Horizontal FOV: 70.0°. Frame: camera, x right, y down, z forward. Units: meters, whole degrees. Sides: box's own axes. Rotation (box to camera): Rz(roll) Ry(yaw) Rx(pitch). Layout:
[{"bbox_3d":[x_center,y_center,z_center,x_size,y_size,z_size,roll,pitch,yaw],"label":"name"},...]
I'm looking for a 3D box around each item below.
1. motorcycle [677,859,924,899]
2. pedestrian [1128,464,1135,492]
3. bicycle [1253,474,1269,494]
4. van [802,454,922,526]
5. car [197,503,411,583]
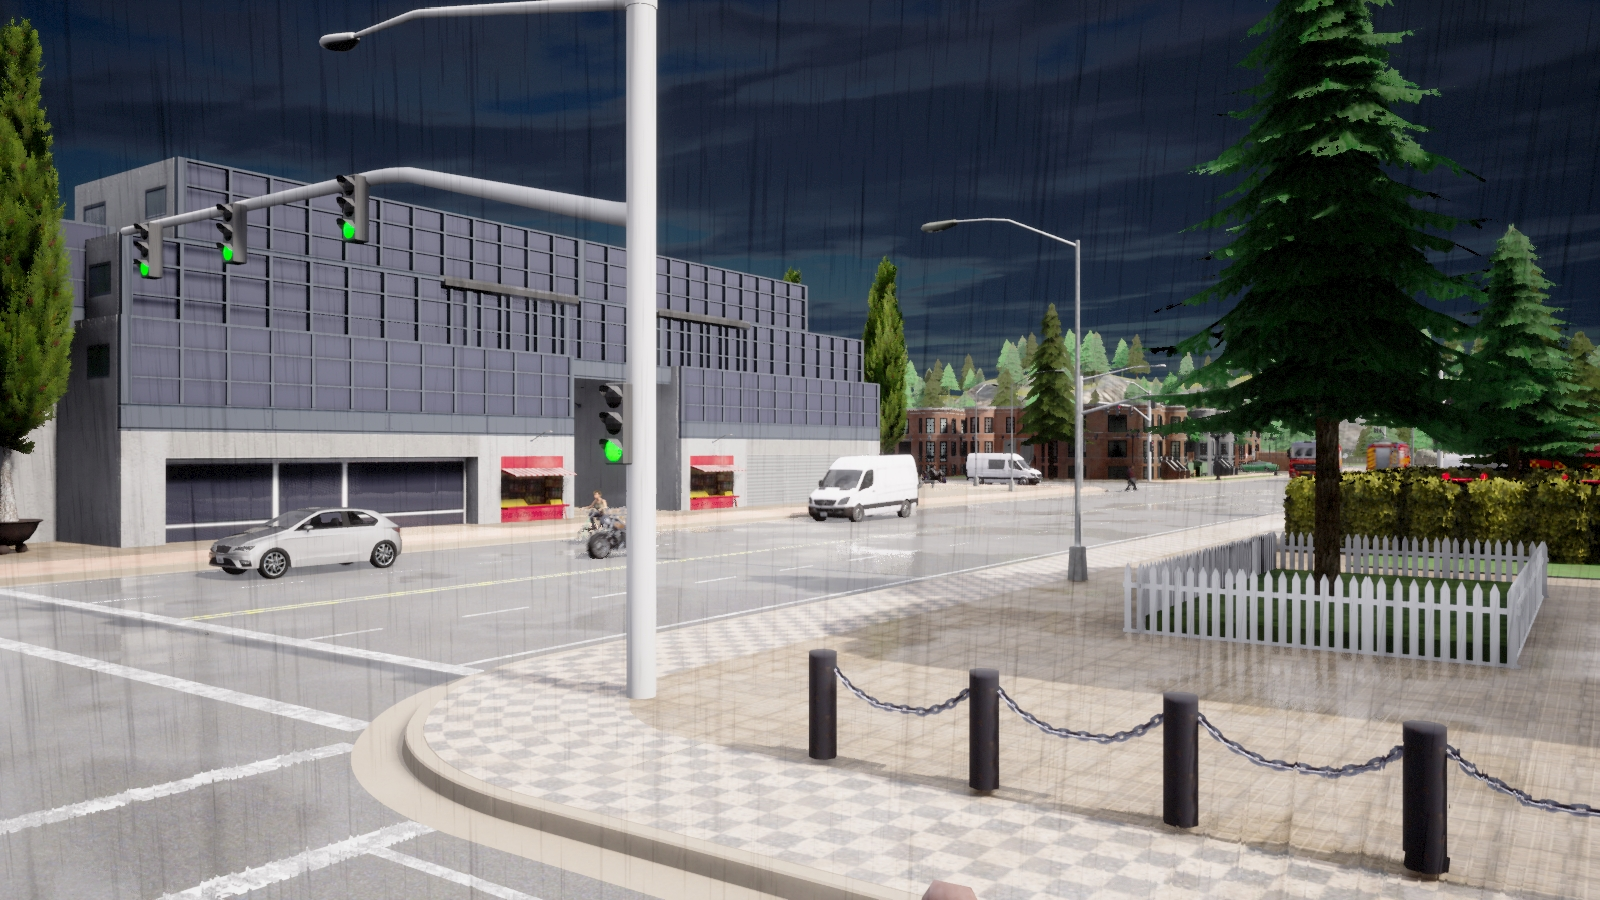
[{"bbox_3d":[0.509,2.205,3.428,2.209,1.251,0.867,0,0,35],"label":"motorcycle"},{"bbox_3d":[21.762,1.848,75.082,0.375,1.860,0.375,0,0,31],"label":"pedestrian"},{"bbox_3d":[29.360,2.158,72.745,0.859,1.276,1.487,-1,0,20],"label":"bicycle"},{"bbox_3d":[2.596,1.528,46.102,1.988,2.561,5.915,0,1,35],"label":"van"},{"bbox_3d":[-11.323,2.066,26.349,1.816,1.474,4.193,0,0,35],"label":"car"}]
